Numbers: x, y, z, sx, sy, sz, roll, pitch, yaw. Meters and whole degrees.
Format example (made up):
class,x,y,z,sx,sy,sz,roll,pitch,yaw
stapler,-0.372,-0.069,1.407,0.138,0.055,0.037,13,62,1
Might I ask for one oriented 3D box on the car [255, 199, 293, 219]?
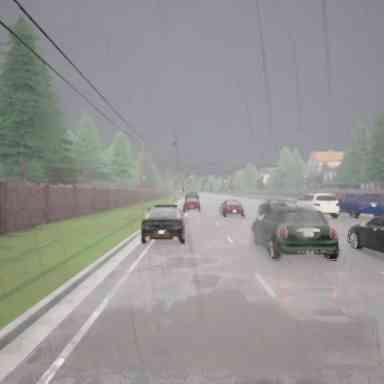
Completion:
class,x,y,z,sx,sy,sz,roll,pitch,yaw
car,7.097,1.411,29.220,2.128,1.511,4.902,0,0,0

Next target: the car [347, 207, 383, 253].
class,x,y,z,sx,sy,sz,roll,pitch,yaw
car,7.099,1.473,11.255,1.837,1.490,4.892,0,0,0

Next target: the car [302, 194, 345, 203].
class,x,y,z,sx,sy,sz,roll,pitch,yaw
car,10.596,1.143,28.527,2.150,2.045,5.566,0,0,0

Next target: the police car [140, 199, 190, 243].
class,x,y,z,sx,sy,sz,roll,pitch,yaw
police car,-1.227,1.381,15.877,1.930,1.638,5.238,0,0,0

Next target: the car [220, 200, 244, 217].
class,x,y,z,sx,sy,sz,roll,pitch,yaw
car,3.583,1.442,30.304,1.812,1.442,4.674,0,0,0

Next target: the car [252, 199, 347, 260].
class,x,y,z,sx,sy,sz,roll,pitch,yaw
car,3.600,1.318,12.397,2.097,1.767,4.553,0,0,0

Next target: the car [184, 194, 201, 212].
class,x,y,z,sx,sy,sz,roll,pitch,yaw
car,0.024,1.374,37.640,1.882,1.535,5.008,0,0,0

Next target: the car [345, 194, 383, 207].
class,x,y,z,sx,sy,sz,roll,pitch,yaw
car,14.097,1.143,28.478,2.150,2.045,5.566,0,0,0
